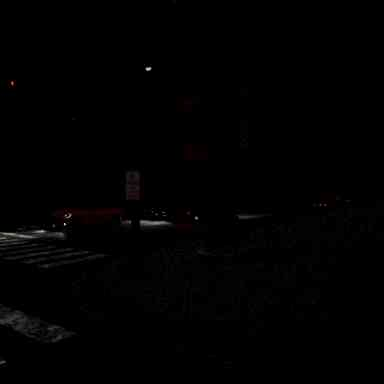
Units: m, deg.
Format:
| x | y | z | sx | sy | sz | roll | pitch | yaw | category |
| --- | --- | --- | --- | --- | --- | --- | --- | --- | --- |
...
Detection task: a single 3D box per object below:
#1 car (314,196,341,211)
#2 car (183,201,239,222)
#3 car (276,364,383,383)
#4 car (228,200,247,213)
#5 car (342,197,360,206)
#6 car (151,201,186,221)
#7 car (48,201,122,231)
| x | y | z | sx | sy | sz | roll | pitch | yaw | category |
| --- | --- | --- | --- | --- | --- | --- | --- | --- | --- |
| 17.414 | 1.640 | 43.362 | 2.033 | 1.411 | 5.357 | 0 | 0 | 35 | car |
| 1.617 | 1.640 | 26.678 | 1.895 | 1.301 | 4.718 | 0 | 0 | 35 | car |
| 2.250 | 1.551 | 1.238 | 4.403 | 1.369 | 2.008 | 0 | 0 | 36 | car |
| 4.377 | 1.617 | 36.532 | 1.994 | 1.385 | 4.181 | 0 | 0 | 36 | car |
| 28.671 | 1.652 | 59.251 | 1.837 | 1.490 | 4.892 | 0 | 0 | 35 | car |
| -1.422 | 1.538 | 28.356 | 1.837 | 1.490 | 4.892 | 0 | 0 | 35 | car |
| -6.656 | 1.370 | 20.969 | 2.097 | 1.767 | 4.553 | 0 | 0 | 35 | car |
